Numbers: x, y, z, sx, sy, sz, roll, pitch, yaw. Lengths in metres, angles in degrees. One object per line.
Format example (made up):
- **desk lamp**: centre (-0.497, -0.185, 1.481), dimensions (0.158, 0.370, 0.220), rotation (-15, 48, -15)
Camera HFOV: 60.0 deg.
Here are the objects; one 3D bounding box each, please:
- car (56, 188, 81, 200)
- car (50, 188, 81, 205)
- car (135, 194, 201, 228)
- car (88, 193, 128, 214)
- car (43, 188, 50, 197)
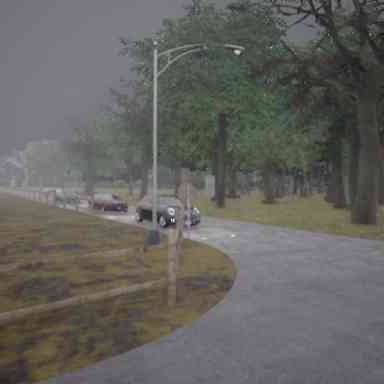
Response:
- **car**: centre (-17.837, 0.279, 47.916), dimensions (2.128, 1.511, 4.902), rotation (0, 1, -35)
- **car**: centre (-13.922, 0.417, 37.054), dimensions (2.097, 1.767, 4.553), rotation (0, 1, -34)
- **car**: centre (-1.455, 0.948, 18.923), dimensions (2.097, 1.767, 4.553), rotation (0, 1, -35)
- **car**: centre (-6.756, 0.848, 26.622), dimensions (1.882, 1.535, 5.008), rotation (0, 2, -35)
- **car**: centre (-24.235, 0.018, 57.196), dimensions (1.837, 1.490, 4.892), rotation (0, 1, -34)
